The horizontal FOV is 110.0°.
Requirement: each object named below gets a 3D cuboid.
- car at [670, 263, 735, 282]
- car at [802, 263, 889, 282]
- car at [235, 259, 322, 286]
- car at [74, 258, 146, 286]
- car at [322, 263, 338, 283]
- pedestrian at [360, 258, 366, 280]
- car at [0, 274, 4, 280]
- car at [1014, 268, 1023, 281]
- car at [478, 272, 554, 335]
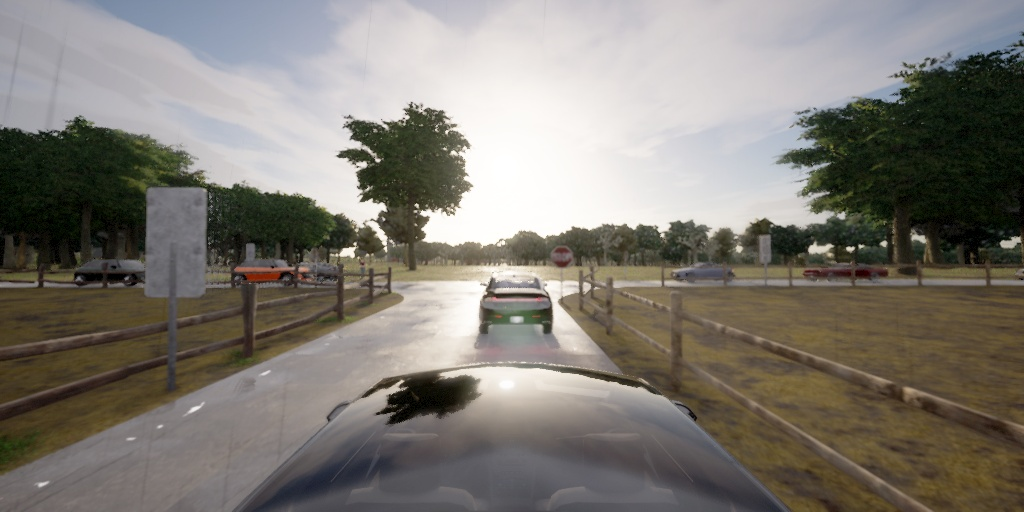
[{"bbox_3d":[13.787,1.187,26.113,4.181,1.385,1.994,0,-1,0],"label":"car"},{"bbox_3d":[23.969,1.173,25.959,4.718,1.301,1.895,0,-1,3],"label":"car"},{"bbox_3d":[-15.299,1.005,23.217,4.553,1.767,2.097,0,-1,0],"label":"car"},{"bbox_3d":[-25.110,1.001,23.213,4.553,1.767,2.097,0,-1,0],"label":"car"},{"bbox_3d":[-14.940,1.204,26.079,4.902,1.511,2.128,0,-1,1],"label":"car"},{"bbox_3d":[-12.127,1.037,29.191,0.375,1.860,0.375,0,-1,0],"label":"pedestrian"},{"bbox_3d":[-36.744,1.190,23.204,5.357,1.411,2.033,0,-1,-1],"label":"car"},{"bbox_3d":[37.769,1.007,24.413,4.674,1.442,1.812,-1,-1,11],"label":"car"},{"bbox_3d":[0.060,1.206,10.424,2.128,1.511,4.902,0,0,-1],"label":"car"}]
